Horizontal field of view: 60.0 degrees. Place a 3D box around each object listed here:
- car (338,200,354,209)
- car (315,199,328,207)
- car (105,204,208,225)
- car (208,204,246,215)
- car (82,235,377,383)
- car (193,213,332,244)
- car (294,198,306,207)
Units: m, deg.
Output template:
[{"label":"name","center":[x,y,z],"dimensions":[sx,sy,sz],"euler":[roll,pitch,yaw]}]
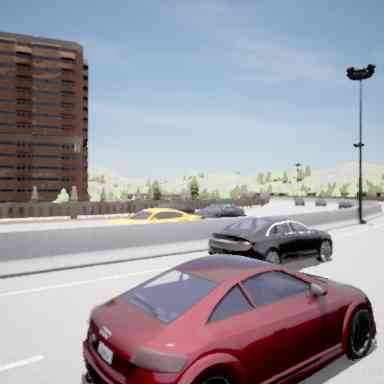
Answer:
[{"label":"car","center":[23.361,1.912,50.521],"dimensions":[1.994,1.385,4.181],"euler":[0,0,23]},{"label":"car","center":[23.169,1.918,59.719],"dimensions":[1.812,1.442,4.674],"euler":[0,0,19]},{"label":"car","center":[-1.829,1.550,16.191],"dimensions":[5.008,1.535,1.882],"euler":[0,0,-41]},{"label":"car","center":[2.060,1.622,24.676],"dimensions":[2.128,1.511,4.902],"euler":[0,0,43]},{"label":"car","center":[0.720,1.590,4.557],"dimensions":[4.181,1.385,1.994],"euler":[0,0,-37]},{"label":"car","center":[2.652,1.555,10.599],"dimensions":[4.902,1.511,2.128],"euler":[0,0,-40]},{"label":"car","center":[19.707,1.886,60.438],"dimensions":[1.837,1.490,4.892],"euler":[0,0,19]}]
